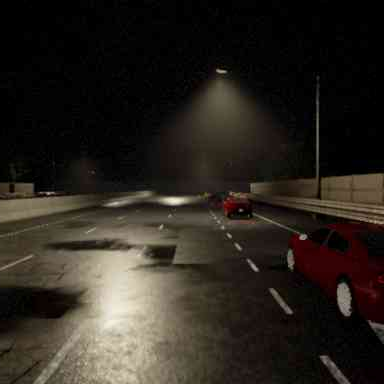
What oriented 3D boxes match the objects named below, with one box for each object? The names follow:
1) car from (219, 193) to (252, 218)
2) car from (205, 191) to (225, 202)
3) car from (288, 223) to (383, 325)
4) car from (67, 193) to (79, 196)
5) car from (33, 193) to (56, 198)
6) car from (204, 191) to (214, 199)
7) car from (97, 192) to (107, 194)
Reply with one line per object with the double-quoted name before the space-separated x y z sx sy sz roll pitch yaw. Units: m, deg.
"car" 3.502 1.130 26.256 1.882 1.535 5.008 0 1 0
"car" 3.568 0.825 52.632 2.128 1.511 4.902 0 1 0
"car" 3.498 1.381 7.016 1.882 1.535 5.008 0 1 0
"car" -20.914 0.850 58.252 1.895 1.301 4.718 0 1 0
"car" -24.436 0.851 55.268 2.033 1.411 5.357 0 1 0
"car" 3.676 0.594 71.326 1.882 1.535 5.008 0 1 0
"car" -17.379 0.745 64.091 2.033 1.411 5.357 0 1 1
